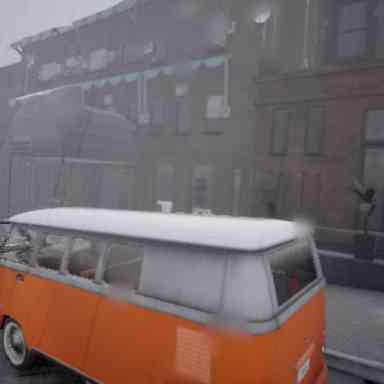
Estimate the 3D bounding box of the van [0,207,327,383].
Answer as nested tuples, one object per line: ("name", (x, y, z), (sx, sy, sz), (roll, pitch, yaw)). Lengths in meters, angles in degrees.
("van", (-0.810, 1.228, 4.112), (4.442, 1.987, 1.878), (1, 0, 36))
